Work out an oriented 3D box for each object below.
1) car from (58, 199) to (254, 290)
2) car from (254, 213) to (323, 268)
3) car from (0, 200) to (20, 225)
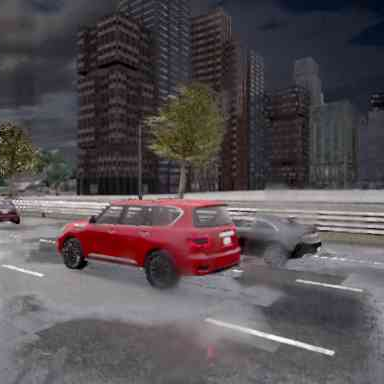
[{"bbox_3d":[-1.368,1.207,9.267,5.566,2.045,2.150,0,0,35],"label":"car"},{"bbox_3d":[1.804,1.480,11.301,4.902,1.511,2.128,0,0,35],"label":"car"},{"bbox_3d":[-13.485,1.291,22.204,4.553,1.767,2.097,0,0,35],"label":"car"}]
